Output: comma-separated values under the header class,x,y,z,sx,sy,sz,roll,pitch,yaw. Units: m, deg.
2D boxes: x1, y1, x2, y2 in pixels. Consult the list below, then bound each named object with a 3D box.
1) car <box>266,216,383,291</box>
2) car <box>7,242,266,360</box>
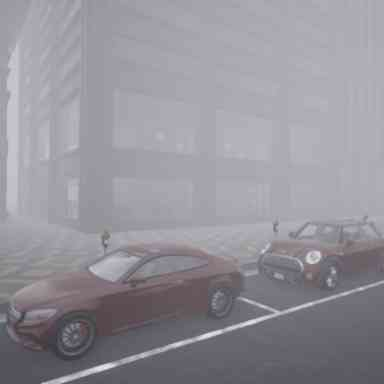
class,x,y,z,sx,sy,sz,roll,pitch,yaw
car,3.722,1.517,9.173,4.097,1.590,1.967,1,0,-35
car,-0.875,1.606,5.904,4.206,1.307,1.802,1,0,-35
